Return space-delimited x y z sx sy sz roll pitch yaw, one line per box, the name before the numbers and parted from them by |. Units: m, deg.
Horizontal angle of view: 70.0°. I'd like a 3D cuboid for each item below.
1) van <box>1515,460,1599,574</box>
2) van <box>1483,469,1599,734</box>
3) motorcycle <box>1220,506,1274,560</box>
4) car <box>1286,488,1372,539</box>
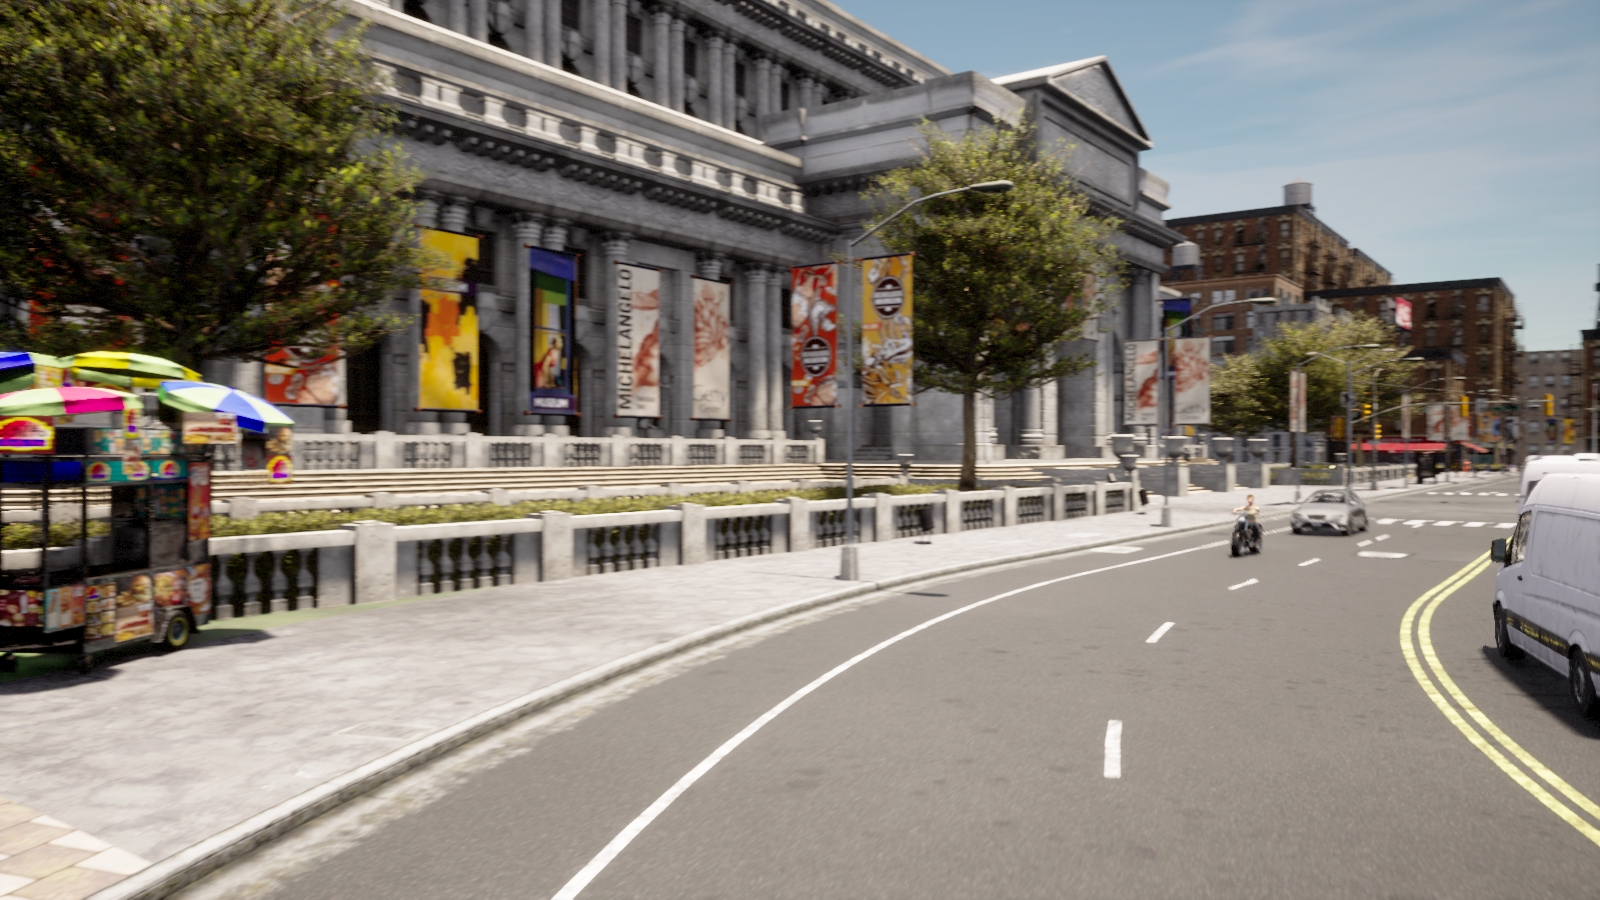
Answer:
van | 19.567 1.562 29.009 1.988 2.561 5.915 0 0 36
van | 9.761 1.548 13.367 1.988 2.561 5.915 0 0 20
motorcycle | 11.916 2.187 30.425 0.764 1.277 2.356 0 0 36
car | 17.938 2.092 38.644 1.816 1.474 4.193 0 0 36
